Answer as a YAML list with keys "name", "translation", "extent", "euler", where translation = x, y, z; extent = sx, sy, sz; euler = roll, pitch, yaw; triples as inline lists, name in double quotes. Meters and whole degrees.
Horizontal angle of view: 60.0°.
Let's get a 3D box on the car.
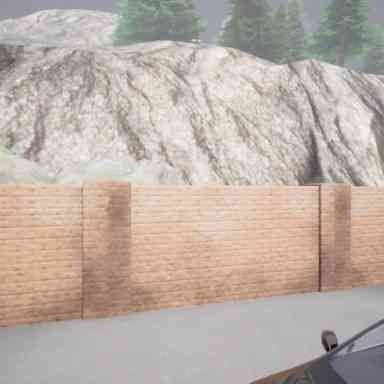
- name: "car"
  translation: [2.067, 1.492, 1.964]
  extent: [4.902, 1.511, 2.128]
  euler: [0, 0, -19]
